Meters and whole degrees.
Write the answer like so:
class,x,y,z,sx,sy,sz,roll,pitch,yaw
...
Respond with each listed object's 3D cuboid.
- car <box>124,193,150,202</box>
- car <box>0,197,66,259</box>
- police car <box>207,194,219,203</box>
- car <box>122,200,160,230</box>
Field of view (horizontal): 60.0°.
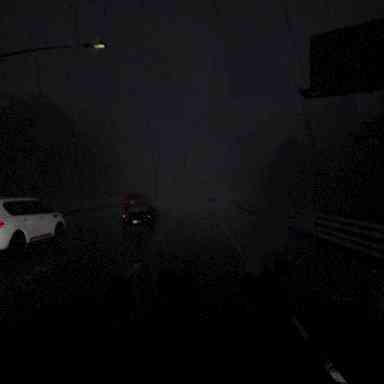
class,x,y,z,sx,sy,sz,roll,pitch,yaw
car,-6.015,1.162,36.985,2.150,2.045,5.566,0,0,3
car,-6.786,1.195,12.621,2.150,2.045,5.566,0,0,1
police car,4.243,1.349,70.373,1.930,1.638,5.238,0,0,5
car,-3.111,1.486,20.881,1.812,1.442,4.674,0,0,2
